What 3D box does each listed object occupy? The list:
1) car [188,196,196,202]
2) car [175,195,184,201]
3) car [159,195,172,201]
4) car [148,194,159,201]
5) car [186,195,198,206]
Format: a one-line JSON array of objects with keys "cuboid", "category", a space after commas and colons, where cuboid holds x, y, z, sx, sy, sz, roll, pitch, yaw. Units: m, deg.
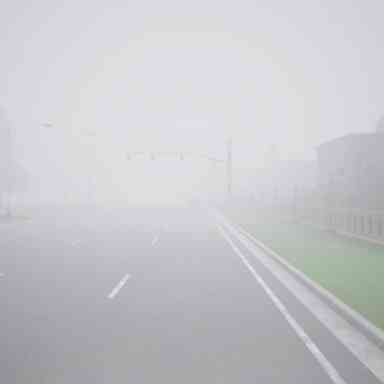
[{"cuboid": [0.024, 1.738, 87.824, 2.033, 1.411, 5.357, 0, 0, 0], "category": "car"}, {"cuboid": [-3.476, 1.723, 87.825, 2.128, 1.511, 4.902, 0, 0, 0], "category": "car"}, {"cuboid": [-6.976, 1.676, 87.826, 1.882, 1.535, 5.008, 0, 0, 0], "category": "car"}, {"cuboid": [-10.476, 1.751, 88.210, 1.994, 1.385, 4.181, 0, 0, 0], "category": "car"}, {"cuboid": [0.016, 1.639, 57.211, 1.837, 1.490, 4.892, 0, 0, 0], "category": "car"}]
